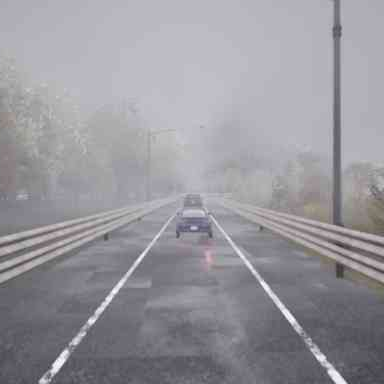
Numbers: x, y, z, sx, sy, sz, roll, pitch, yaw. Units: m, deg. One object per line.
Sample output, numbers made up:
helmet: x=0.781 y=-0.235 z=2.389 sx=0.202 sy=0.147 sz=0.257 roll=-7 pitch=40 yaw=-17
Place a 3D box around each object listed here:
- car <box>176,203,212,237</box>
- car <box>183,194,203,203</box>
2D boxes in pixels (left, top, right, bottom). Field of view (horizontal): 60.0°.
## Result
car: x=0.100 y=1.526 z=18.071 sx=1.812 sy=1.442 sz=4.674 roll=0 pitch=0 yaw=0
car: x=0.124 y=1.217 z=38.697 sx=2.150 sy=2.045 sz=5.566 roll=0 pitch=0 yaw=0
